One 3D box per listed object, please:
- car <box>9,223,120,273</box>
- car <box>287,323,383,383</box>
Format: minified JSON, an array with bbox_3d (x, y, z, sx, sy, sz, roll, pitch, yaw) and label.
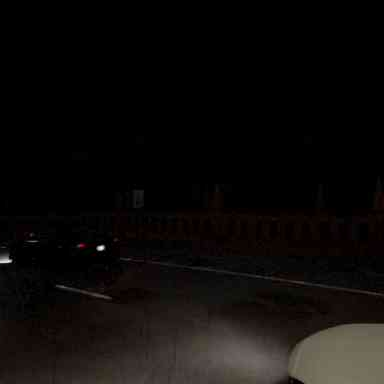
[{"bbox_3d":[-4.452,1.785,11.462,4.181,1.385,1.994,-3,-2,35],"label":"car"},{"bbox_3d":[2.907,1.537,1.918,4.674,1.442,1.812,0,0,35],"label":"car"}]
